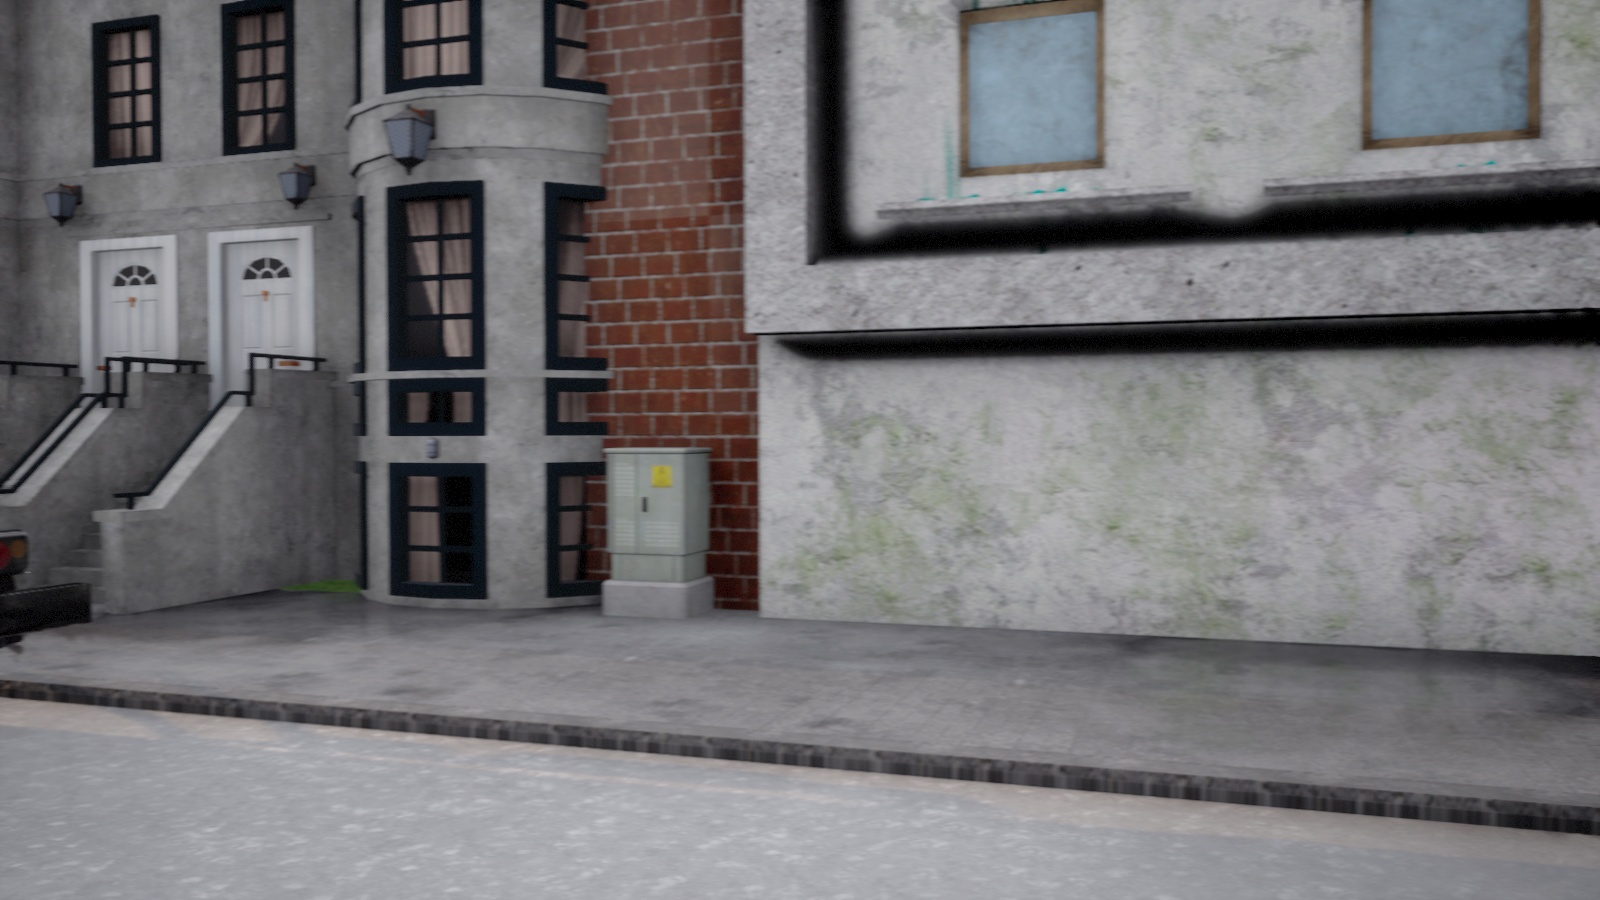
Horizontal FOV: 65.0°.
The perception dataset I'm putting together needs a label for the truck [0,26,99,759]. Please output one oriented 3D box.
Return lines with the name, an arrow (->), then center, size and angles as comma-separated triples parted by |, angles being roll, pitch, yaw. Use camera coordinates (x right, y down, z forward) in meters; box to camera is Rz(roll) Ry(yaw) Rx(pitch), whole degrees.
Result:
truck -> -7.830, -0.286, 6.337 | 7.936, 3.462, 2.891 | 1, 1, 19
